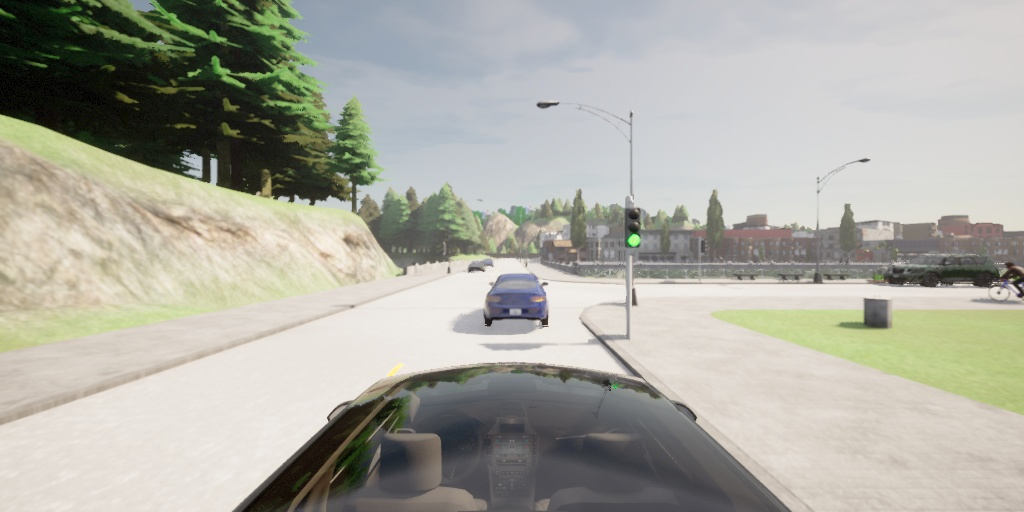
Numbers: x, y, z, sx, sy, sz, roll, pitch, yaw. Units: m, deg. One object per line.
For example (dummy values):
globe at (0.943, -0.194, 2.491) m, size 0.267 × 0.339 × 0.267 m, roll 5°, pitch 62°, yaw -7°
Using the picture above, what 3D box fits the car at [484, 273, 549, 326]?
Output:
car at (0.199, 1.253, 11.455) m, size 1.812 × 1.442 × 4.674 m, roll 0°, pitch 0°, yaw 3°

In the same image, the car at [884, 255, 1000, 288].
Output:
car at (27.161, 0.925, 22.773) m, size 5.566 × 2.045 × 2.150 m, roll 0°, pitch 0°, yaw 0°

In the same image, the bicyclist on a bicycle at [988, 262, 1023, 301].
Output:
bicyclist on a bicycle at (20.185, 1.072, 14.377) m, size 0.582 × 1.620 × 1.656 m, roll 0°, pitch 0°, yaw 0°

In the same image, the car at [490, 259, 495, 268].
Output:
car at (-4.029, 1.146, 59.688) m, size 1.812 × 1.442 × 4.674 m, roll 0°, pitch 0°, yaw 0°

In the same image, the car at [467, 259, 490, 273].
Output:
car at (-4.079, 1.206, 42.245) m, size 2.033 × 1.411 × 5.357 m, roll 0°, pitch 0°, yaw 0°
